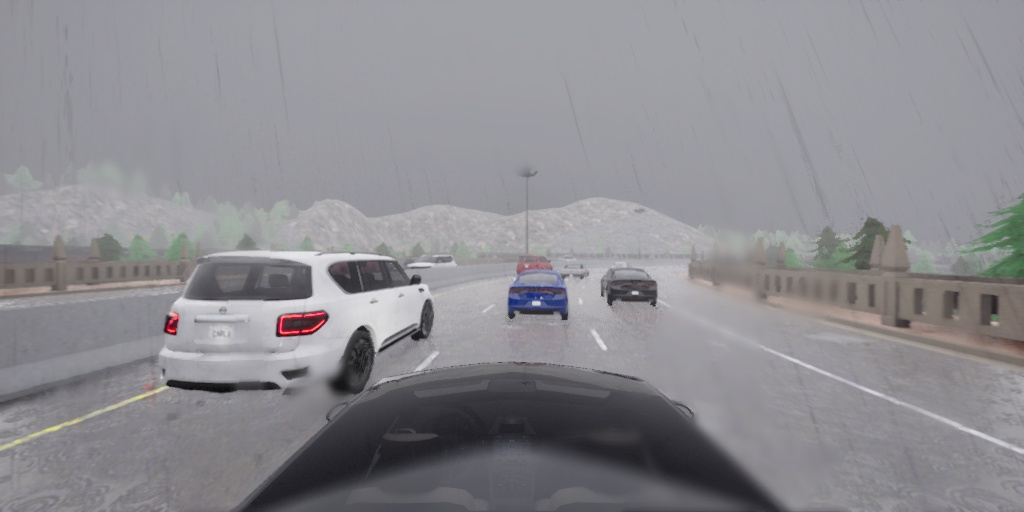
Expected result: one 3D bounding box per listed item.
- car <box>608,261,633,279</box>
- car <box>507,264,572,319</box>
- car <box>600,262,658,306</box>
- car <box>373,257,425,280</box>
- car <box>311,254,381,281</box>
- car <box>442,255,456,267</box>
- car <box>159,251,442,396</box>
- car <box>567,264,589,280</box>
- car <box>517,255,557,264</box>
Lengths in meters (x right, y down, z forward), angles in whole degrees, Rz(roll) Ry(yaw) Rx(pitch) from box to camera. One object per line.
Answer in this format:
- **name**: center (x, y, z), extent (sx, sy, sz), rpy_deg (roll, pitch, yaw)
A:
- **car**: center (10.397, 1.280, 34.194), extent (1.812, 1.442, 4.674), rpy_deg (0, 0, 22)
- **car**: center (1.014, 1.218, 12.832), extent (1.882, 1.535, 5.008), rpy_deg (0, 0, 7)
- **car**: center (5.017, 1.232, 15.871), extent (1.882, 1.535, 5.008), rpy_deg (0, 0, 9)
- **car**: center (-9.534, 1.025, 30.690), extent (2.097, 1.767, 4.553), rpy_deg (0, 0, 17)
- **car**: center (-13.520, 0.881, 29.672), extent (2.150, 2.045, 5.566), rpy_deg (0, 0, 16)
- **car**: center (-6.433, 0.913, 29.031), extent (2.150, 2.045, 5.566), rpy_deg (0, 0, 16)
- **car**: center (-3.137, 0.952, 6.732), extent (2.150, 2.045, 5.566), rpy_deg (0, 0, 3)
- **car**: center (5.661, 1.338, 31.735), extent (1.895, 1.301, 4.718), rpy_deg (0, 0, 20)
- **car**: center (2.104, 0.943, 32.168), extent (2.150, 2.045, 5.566), rpy_deg (0, 0, 19)
